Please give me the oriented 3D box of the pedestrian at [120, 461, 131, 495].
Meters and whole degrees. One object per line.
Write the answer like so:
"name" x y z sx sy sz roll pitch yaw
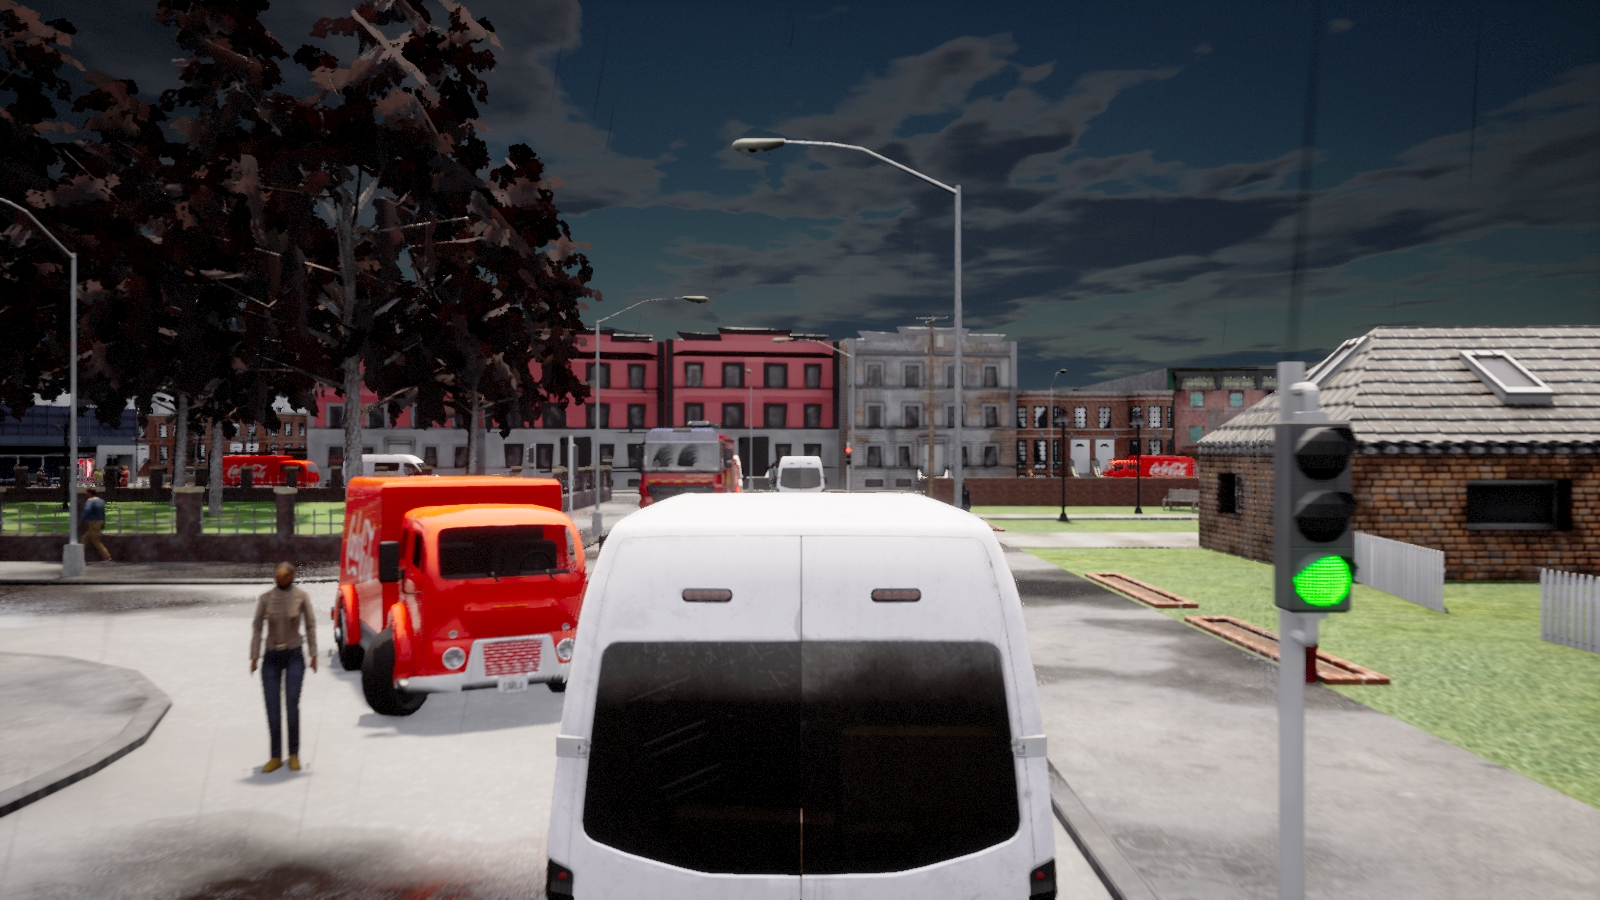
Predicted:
"pedestrian" -36.730 1.522 62.194 0.375 1.860 0.375 0 0 13

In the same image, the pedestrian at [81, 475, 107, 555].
"pedestrian" -16.683 1.526 27.013 0.375 1.860 0.375 0 0 0

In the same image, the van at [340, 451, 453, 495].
"van" -23.581 1.314 66.961 5.915 2.561 1.988 0 0 0

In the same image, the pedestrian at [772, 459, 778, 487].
"pedestrian" -1.657 1.522 75.437 0.375 1.860 0.375 0 0 -3

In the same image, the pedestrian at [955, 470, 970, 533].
"pedestrian" 4.845 1.524 34.042 0.375 1.860 0.375 0 0 -5

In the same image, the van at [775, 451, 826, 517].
"van" 0.015 1.314 47.189 1.988 2.561 5.915 0 0 0

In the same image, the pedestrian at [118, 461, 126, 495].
"pedestrian" -37.162 1.526 62.615 0.375 1.860 0.375 0 0 -34

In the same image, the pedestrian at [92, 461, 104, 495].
"pedestrian" -38.190 1.524 62.157 0.375 1.860 0.375 0 0 0

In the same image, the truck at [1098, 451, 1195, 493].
"truck" 21.468 1.357 70.976 5.204 2.467 2.627 1 0 0

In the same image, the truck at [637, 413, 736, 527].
"truck" -4.031 0.670 42.515 2.891 3.827 8.468 0 0 0

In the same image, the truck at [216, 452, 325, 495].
"truck" -30.952 1.347 66.939 5.204 2.467 2.627 0 0 0

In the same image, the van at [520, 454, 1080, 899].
"van" -0.012 1.314 7.012 1.988 2.561 5.915 0 0 0

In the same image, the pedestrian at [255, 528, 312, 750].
"pedestrian" -4.491 1.628 9.949 0.375 1.860 0.375 0 0 -11

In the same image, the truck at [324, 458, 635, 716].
"truck" -4.150 1.348 13.988 2.627 2.467 5.204 0 0 -28
